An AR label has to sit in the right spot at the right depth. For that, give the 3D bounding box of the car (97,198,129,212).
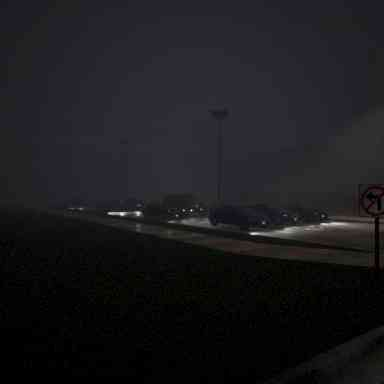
[{"bbox_3d":[-9.311,1.564,38.080,1.994,1.385,4.181,0,0,-36],"label":"car"}]

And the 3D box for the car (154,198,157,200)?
[{"bbox_3d":[-3.956,1.478,42.621,1.882,1.535,5.008,0,0,-36],"label":"car"}]

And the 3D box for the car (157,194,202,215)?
[{"bbox_3d":[-0.790,1.221,32.299,2.150,2.045,5.566,0,0,-36],"label":"car"}]

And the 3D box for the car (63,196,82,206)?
[{"bbox_3d":[-18.155,1.358,50.504,1.994,1.385,4.181,0,0,-36],"label":"car"}]

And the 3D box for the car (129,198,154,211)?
[{"bbox_3d":[-6.900,1.504,40.723,1.837,1.490,4.892,0,0,-36],"label":"car"}]

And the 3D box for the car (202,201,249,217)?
[{"bbox_3d":[3.196,1.601,32.772,1.895,1.301,4.718,0,0,-36],"label":"car"}]

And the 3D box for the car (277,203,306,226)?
[{"bbox_3d":[5.438,1.526,23.795,1.812,1.442,4.674,0,0,-37],"label":"car"}]

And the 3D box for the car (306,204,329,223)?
[{"bbox_3d":[8.344,1.564,25.715,1.994,1.385,4.181,0,0,-36],"label":"car"}]

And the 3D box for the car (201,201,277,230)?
[{"bbox_3d":[2.872,1.526,21.377,1.812,1.442,4.674,0,0,-35],"label":"car"}]

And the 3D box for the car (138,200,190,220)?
[{"bbox_3d":[-2.515,1.601,28.722,1.895,1.301,4.718,0,0,-36],"label":"car"}]
